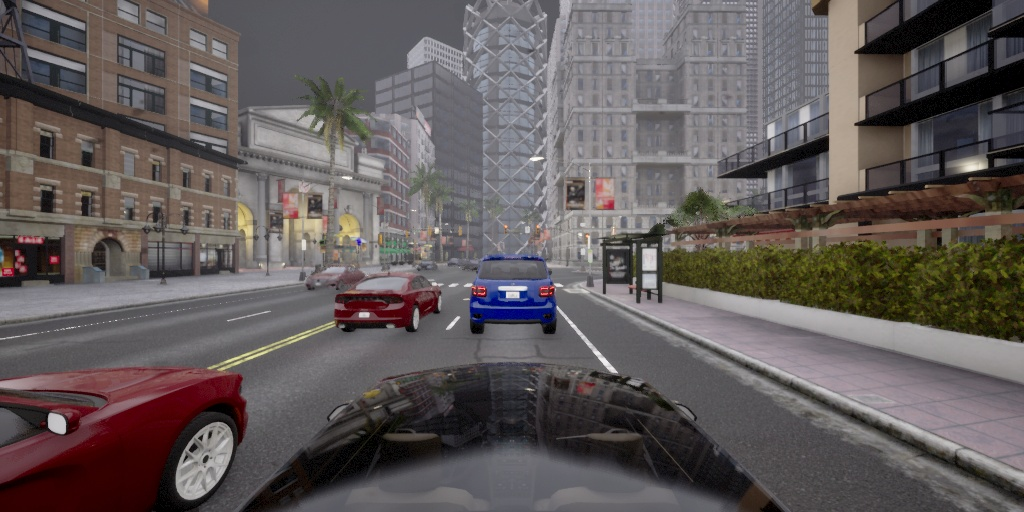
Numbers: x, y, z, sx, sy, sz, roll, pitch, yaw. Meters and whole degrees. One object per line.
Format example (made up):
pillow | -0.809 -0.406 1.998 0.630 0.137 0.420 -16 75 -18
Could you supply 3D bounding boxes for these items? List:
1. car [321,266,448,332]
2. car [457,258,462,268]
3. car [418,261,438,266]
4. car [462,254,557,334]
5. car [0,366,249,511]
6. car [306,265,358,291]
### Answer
car | -3.441 1.228 10.873 1.882 1.535 5.008 0 0 0
car | -5.212 1.297 47.914 2.033 1.411 5.357 0 0 -27
car | -10.589 1.314 45.250 1.994 1.385 4.181 0 0 0
car | 0.054 0.971 10.763 2.150 2.045 5.566 0 0 1
car | -3.390 1.228 1.294 1.882 1.535 5.008 0 0 0
car | -10.596 1.275 21.923 1.812 1.442 4.674 0 0 0
